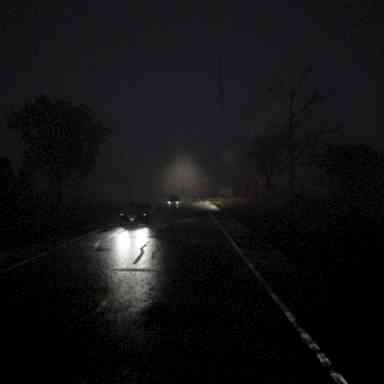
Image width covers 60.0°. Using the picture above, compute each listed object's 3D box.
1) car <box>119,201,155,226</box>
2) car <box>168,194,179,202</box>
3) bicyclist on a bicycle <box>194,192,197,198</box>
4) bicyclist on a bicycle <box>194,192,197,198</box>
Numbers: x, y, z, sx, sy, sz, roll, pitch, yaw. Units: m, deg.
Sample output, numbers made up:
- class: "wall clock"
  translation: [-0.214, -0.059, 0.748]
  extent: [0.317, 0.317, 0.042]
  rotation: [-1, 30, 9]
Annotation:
- class: "car"
  translation: [-3.603, 1.374, 22.422]
  extent: [2.128, 1.511, 4.902]
  rotation: [0, 0, 0]
- class: "car"
  translation: [-3.525, 1.138, 64.335]
  extent: [1.812, 1.442, 4.674]
  rotation: [0, 0, 0]
- class: "bicyclist on a bicycle"
  translation: [0.947, 0.934, 81.831]
  extent: [0.582, 1.620, 1.656]
  rotation: [0, 0, 0]
- class: "bicyclist on a bicycle"
  translation: [0.947, 0.774, 91.345]
  extent: [0.659, 1.776, 1.843]
  rotation: [0, 1, 0]
